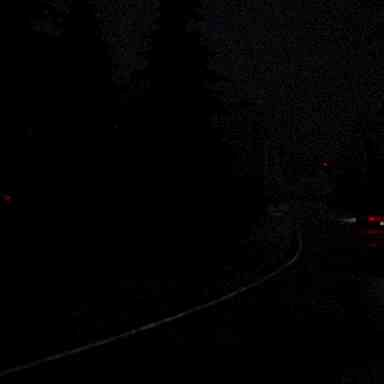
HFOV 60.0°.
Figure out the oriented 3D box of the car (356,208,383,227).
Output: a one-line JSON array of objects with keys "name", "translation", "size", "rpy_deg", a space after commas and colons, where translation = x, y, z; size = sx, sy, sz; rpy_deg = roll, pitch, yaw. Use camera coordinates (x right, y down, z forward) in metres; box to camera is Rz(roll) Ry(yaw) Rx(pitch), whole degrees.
[{"name": "car", "translation": [13.391, 1.859, 24.428], "size": [1.895, 1.301, 4.718], "rpy_deg": [0, -1, 17]}]
